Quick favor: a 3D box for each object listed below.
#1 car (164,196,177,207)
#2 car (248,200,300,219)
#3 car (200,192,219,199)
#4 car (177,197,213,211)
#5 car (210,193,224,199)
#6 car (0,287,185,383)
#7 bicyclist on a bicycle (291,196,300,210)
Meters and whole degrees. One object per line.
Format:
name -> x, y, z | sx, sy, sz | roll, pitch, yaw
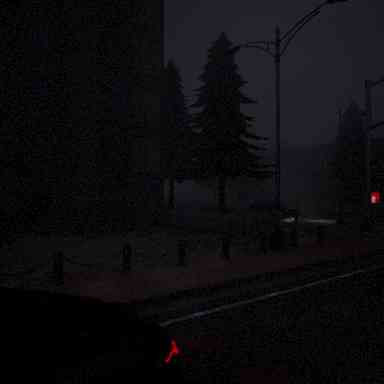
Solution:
car -> -3.666, 1.616, 50.411 | 1.895, 1.301, 4.718 | 0, 0, -34
car -> 7.232, 1.493, 29.722 | 1.882, 1.535, 5.008 | 0, 0, -37
car -> 5.073, 1.112, 92.407 | 1.932, 1.855, 4.605 | 0, 0, -37
car -> 0.604, 1.579, 38.497 | 1.994, 1.385, 4.181 | 0, 0, -37
car -> 7.161, 1.092, 94.470 | 1.905, 1.878, 3.866 | 0, 0, -37
car -> -2.095, 1.564, 2.489 | 4.181, 1.385, 1.994 | 0, 0, -35
bicyclist on a bicycle -> 11.403, 1.316, 36.604 | 1.656, 1.620, 0.582 | 0, 0, -37
